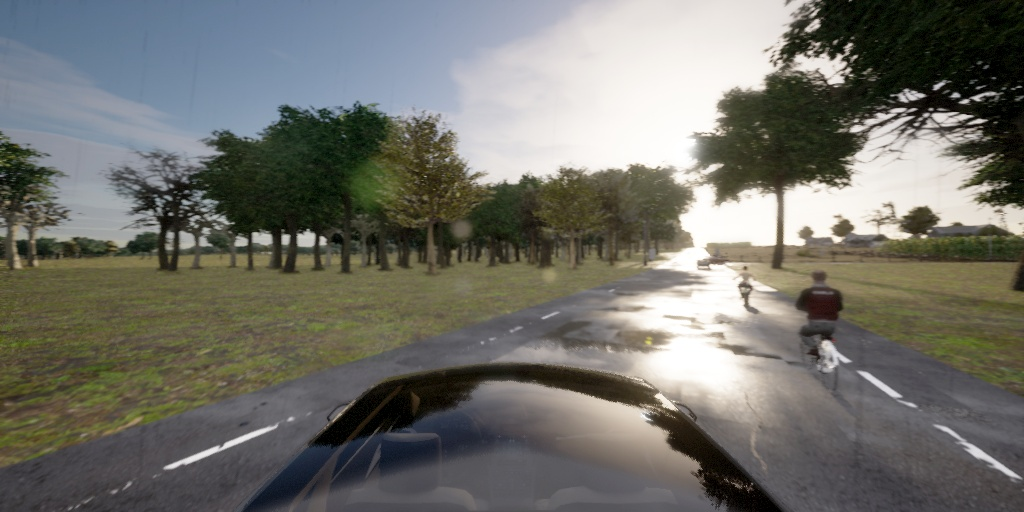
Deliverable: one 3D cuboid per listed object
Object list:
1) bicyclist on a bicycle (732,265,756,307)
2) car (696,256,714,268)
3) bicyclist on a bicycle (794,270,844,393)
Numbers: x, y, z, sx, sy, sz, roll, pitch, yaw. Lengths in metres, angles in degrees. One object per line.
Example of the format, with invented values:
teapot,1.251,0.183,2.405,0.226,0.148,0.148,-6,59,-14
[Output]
bicyclist on a bicycle,9.258,1.171,14.239,0.866,1.612,1.509,-1,0,27
car,28.966,1.056,54.390,2.128,1.511,4.902,-1,0,27
bicyclist on a bicycle,4.846,1.101,5.716,0.659,1.776,1.843,-1,0,27
